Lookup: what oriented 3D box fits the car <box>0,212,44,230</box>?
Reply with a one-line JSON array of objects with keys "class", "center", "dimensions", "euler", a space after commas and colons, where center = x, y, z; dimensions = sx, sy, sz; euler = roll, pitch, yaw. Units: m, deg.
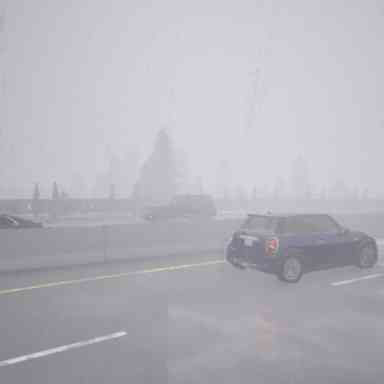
[{"class": "car", "center": [-7.615, 1.440, 11.282], "dimensions": [4.892, 1.490, 1.837], "euler": [0, 0, -35]}]

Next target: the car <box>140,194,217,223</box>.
[{"class": "car", "center": [-0.872, 1.162, 23.615], "dimensions": [5.566, 2.045, 2.150], "euler": [0, 0, -27]}]

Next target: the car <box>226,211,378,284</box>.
[{"class": "car", "center": [3.291, 1.334, 9.675], "dimensions": [4.553, 1.767, 2.097], "euler": [0, 0, -30]}]
